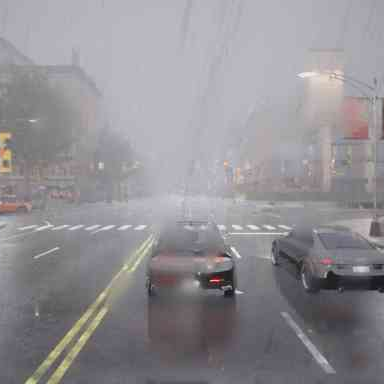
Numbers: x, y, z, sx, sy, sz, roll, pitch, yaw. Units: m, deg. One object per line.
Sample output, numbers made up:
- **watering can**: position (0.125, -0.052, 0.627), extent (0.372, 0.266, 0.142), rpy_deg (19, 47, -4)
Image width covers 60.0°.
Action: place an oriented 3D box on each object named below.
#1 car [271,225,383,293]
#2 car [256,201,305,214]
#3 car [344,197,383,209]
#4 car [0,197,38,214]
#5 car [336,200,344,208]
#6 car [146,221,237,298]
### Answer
- **car**: position (3.479, 1.564, 8.867), extent (1.994, 1.385, 4.181), rpy_deg (0, 0, 0)
- **car**: position (9.255, 1.601, 34.809), extent (4.718, 1.301, 1.895), rpy_deg (0, 0, 0)
- **car**: position (23.014, 1.478, 43.096), extent (5.008, 1.535, 1.882), rpy_deg (0, 0, 0)
- **car**: position (-18.557, 1.351, 34.615), extent (4.553, 1.767, 2.097), rpy_deg (0, 0, 0)
- **car**: position (22.793, 1.492, 46.591), extent (4.902, 1.511, 2.128), rpy_deg (0, 0, 0)
- **car**: position (-0.020, 1.492, 8.530), extent (2.128, 1.511, 4.902), rpy_deg (0, 0, 0)
